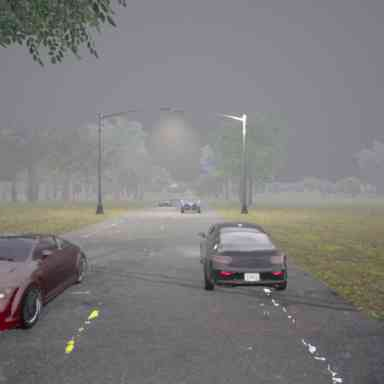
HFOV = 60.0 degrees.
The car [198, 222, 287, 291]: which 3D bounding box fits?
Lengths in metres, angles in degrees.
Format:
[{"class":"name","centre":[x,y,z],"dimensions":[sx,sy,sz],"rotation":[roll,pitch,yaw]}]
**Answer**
[{"class":"car","centre":[1.178,1.524,8.901],"dimensions":[1.812,1.442,4.674],"rotation":[0,0,0]}]

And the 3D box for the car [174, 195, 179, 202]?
[{"class":"car","centre":[-3.915,1.476,77.355],"dimensions":[2.097,1.767,4.553],"rotation":[0,0,0]}]

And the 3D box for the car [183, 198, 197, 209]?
[{"class":"car","centre":[-0.241,1.605,47.029],"dimensions":[1.994,1.385,4.181],"rotation":[0,0,1]}]

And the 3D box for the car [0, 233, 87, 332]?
[{"class":"car","centre":[-3.635,1.562,6.758],"dimensions":[1.994,1.385,4.181],"rotation":[0,0,0]}]

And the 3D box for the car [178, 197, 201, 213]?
[{"class":"car","centre":[-0.126,1.376,37.363],"dimensions":[2.097,1.767,4.553],"rotation":[0,0,0]}]

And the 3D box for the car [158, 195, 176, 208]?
[{"class":"car","centre":[-3.859,1.610,49.406],"dimensions":[1.994,1.385,4.181],"rotation":[0,0,0]}]
